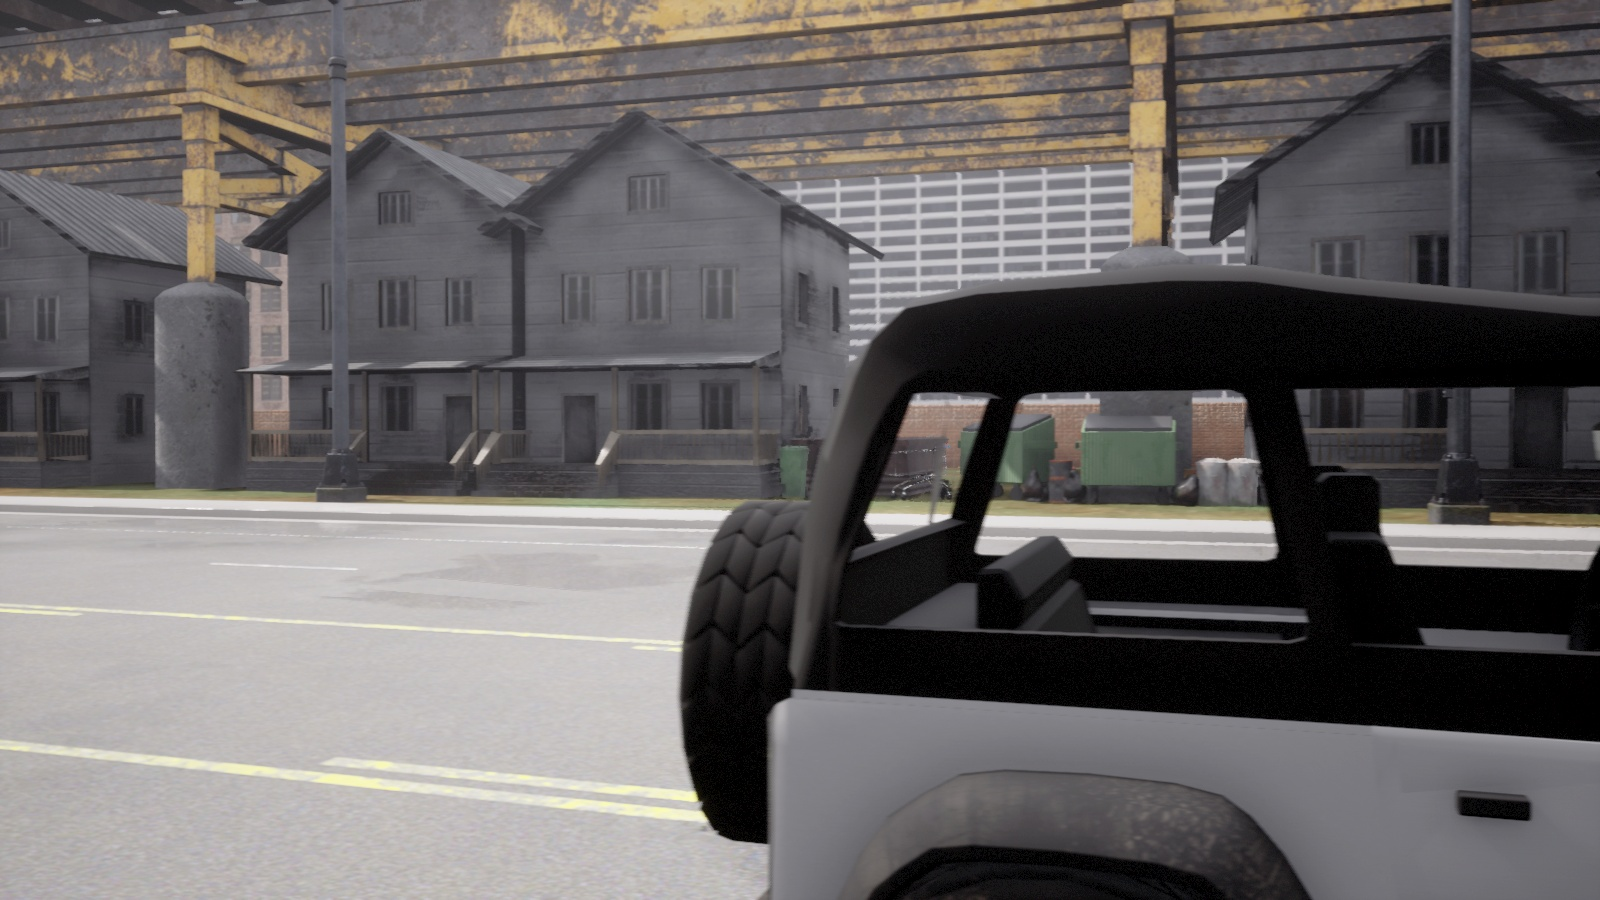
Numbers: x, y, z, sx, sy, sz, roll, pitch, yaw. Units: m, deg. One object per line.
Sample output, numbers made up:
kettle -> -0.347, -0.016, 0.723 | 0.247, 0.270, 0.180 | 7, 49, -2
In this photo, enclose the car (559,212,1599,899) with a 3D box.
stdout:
car -> 1.688, 0.588, 2.623 | 3.866, 1.878, 1.905 | 0, 1, 19
